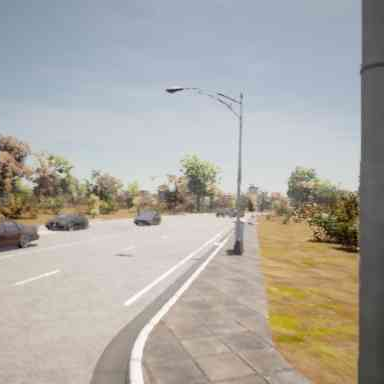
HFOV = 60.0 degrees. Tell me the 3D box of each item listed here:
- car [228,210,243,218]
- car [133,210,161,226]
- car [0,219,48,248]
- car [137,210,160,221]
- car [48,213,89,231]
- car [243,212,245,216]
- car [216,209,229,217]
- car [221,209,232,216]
[{"bbox_3d":[10.250,5.231,77.323,1.812,1.442,4.674,1,-3,13],"label":"car"},{"bbox_3d":[-4.916,3.045,37.517,2.033,1.411,5.357,1,-3,11],"label":"car"},{"bbox_3d":[-9.134,1.924,14.881,2.033,1.411,5.357,1,-2,11],"label":"car"},{"bbox_3d":[-6.290,3.424,48.790,1.882,1.535,5.008,1,-3,11],"label":"car"},{"bbox_3d":[-10.304,2.464,27.736,1.994,1.385,4.181,1,-3,11],"label":"car"},{"bbox_3d":[12.618,5.591,87.280,1.837,1.490,4.892,1,-3,14],"label":"car"},{"bbox_3d":[6.831,5.130,78.068,1.837,1.490,4.892,1,-3,13],"label":"car"},{"bbox_3d":[9.224,5.375,88.117,2.097,1.767,4.553,1,-3,14],"label":"car"}]
